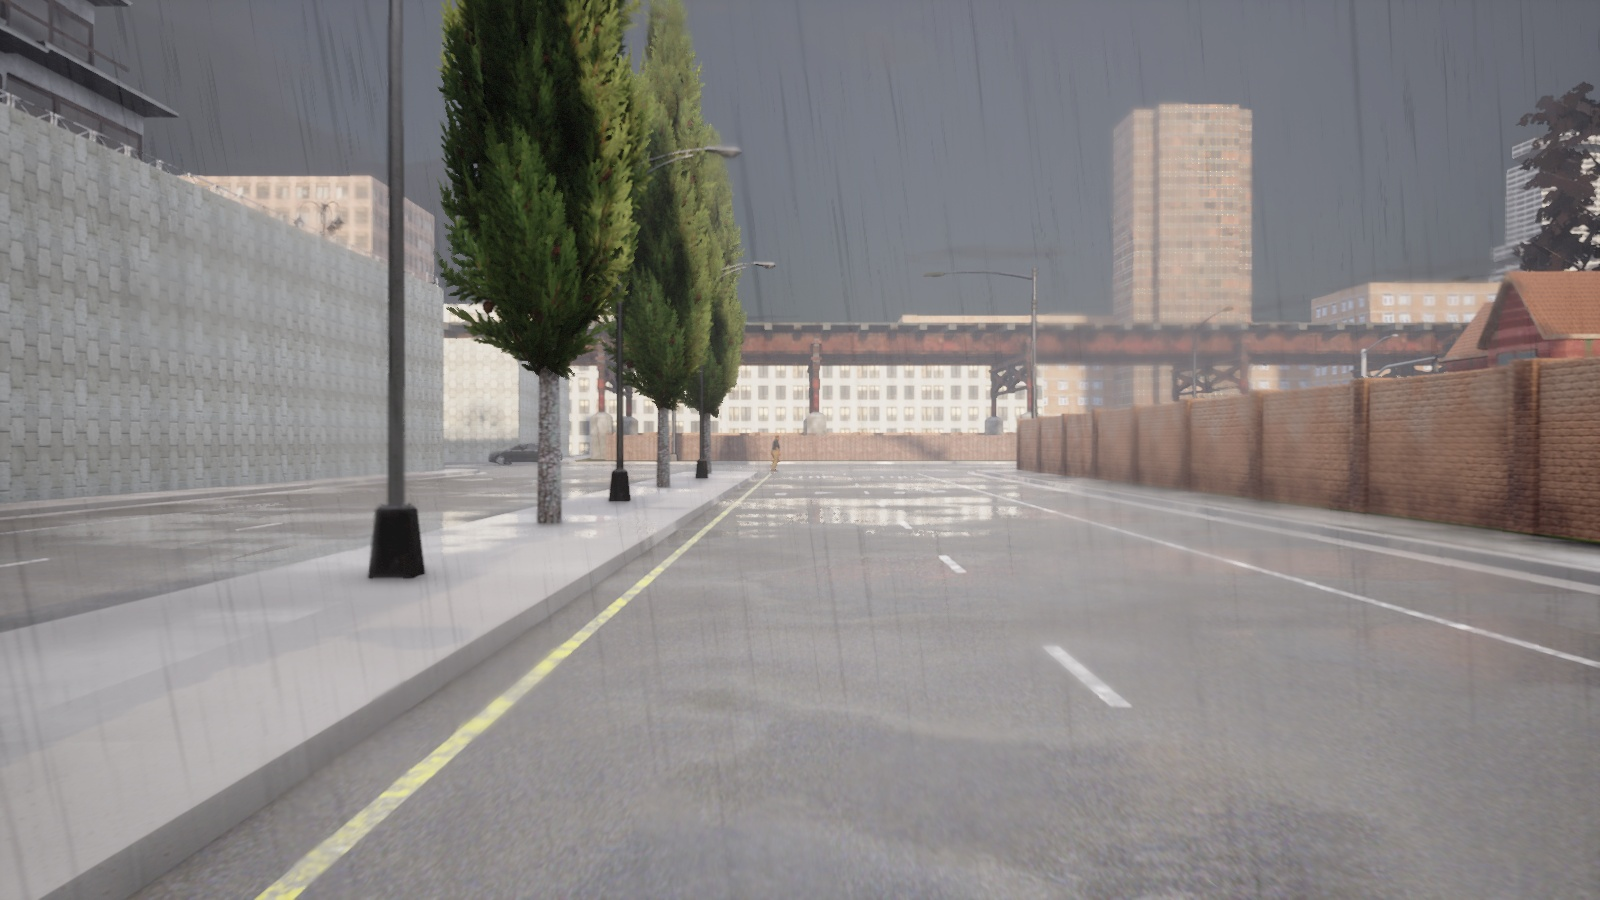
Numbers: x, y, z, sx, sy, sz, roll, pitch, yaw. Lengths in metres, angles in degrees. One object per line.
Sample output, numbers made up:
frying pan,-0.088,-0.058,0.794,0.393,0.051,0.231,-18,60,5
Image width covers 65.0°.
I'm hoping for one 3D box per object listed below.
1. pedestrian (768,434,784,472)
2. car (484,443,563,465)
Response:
pedestrian,-1.171,0.146,61.190,0.694,1.848,0.540,0,0,-11
car,-18.609,0.259,84.674,4.892,1.490,1.837,0,0,1
